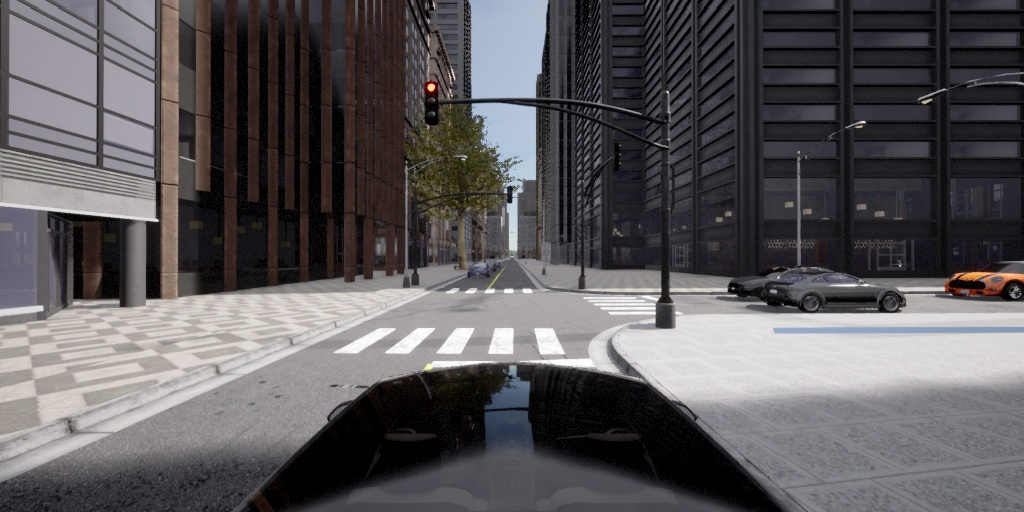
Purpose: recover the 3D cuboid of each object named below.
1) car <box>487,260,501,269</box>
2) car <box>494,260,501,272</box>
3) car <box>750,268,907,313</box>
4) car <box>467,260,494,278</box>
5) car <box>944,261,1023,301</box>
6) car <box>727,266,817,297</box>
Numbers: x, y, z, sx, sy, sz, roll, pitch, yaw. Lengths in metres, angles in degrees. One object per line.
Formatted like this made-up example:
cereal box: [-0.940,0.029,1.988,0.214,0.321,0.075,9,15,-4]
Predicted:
car: [-2.875,1.369,58.753,1.994,1.385,4.181,0,0,1]
car: [-2.964,1.265,46.459,2.128,1.511,4.902,0,0,0]
car: [11.556,1.256,13.090,4.181,1.385,1.994,0,0,0]
car: [-3.009,1.282,33.604,1.812,1.442,4.674,0,0,0]
car: [22.696,1.016,16.186,4.553,1.767,2.097,0,0,0]
car: [12.413,1.206,16.191,4.892,1.490,1.837,0,0,0]
